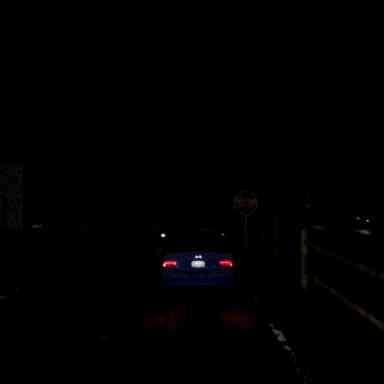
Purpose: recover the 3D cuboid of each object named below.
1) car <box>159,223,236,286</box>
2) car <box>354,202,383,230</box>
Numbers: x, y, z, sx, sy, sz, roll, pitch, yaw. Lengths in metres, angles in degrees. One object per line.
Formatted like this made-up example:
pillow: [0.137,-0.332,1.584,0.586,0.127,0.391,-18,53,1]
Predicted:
car: [0.051,1.596,9.619,2.033,1.411,5.357,0,0,-2]
car: [14.784,1.624,24.066,5.566,2.045,2.150,1,-1,1]
